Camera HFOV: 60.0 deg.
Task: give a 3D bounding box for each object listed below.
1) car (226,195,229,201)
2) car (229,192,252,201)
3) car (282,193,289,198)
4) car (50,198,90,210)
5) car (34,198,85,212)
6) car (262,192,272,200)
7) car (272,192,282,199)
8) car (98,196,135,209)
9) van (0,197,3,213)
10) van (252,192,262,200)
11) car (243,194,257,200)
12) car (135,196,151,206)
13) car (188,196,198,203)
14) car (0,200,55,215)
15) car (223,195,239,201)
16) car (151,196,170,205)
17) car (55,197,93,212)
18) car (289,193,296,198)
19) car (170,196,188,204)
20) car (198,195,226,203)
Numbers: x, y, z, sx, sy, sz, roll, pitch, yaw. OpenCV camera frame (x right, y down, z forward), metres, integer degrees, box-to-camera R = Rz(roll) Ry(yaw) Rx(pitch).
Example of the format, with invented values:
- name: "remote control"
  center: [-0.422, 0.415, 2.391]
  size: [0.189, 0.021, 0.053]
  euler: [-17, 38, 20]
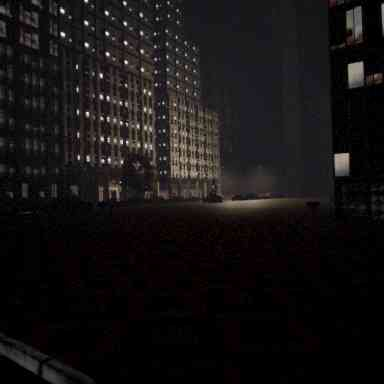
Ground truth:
- name: "car"
  center: [6.289, 1.314, 76.321]
  size: [1.967, 1.590, 4.097]
  euler: [-2, -1, 35]
- name: "car"
  center: [9.755, 1.087, 67.182]
  size: [1.967, 1.590, 4.097]
  euler: [-2, -1, 35]
- name: "car"
  center: [22.540, 1.121, 85.500]
  size: [1.947, 1.339, 4.313]
  euler: [-2, -1, 35]
- name: "car"
  center: [-16.031, 1.572, 43.942]
  size: [1.752, 1.417, 4.829]
  euler: [-2, -1, 35]
- name: "car"
  center: [-15.737, 1.530, 39.779]
  size: [2.033, 1.411, 5.357]
  euler: [-2, -1, 35]
- name: "car"
  center: [16.138, 1.040, 76.347]
  size: [1.967, 1.590, 4.097]
  euler: [-2, -1, 35]
- name: "car"
  center: [19.327, 0.893, 80.931]
  size: [2.192, 1.841, 5.009]
  euler: [-2, -1, 35]
- name: "car"
  center: [-9.276, 1.379, 39.605]
  size: [1.802, 1.307, 4.206]
  euler: [-2, -1, 35]
- name: "van"
  center: [-22.289, 1.443, 34.873]
  size: [1.690, 1.788, 3.998]
  euler: [-2, -1, 35]
- name: "van"
  center: [12.950, 0.965, 71.761]
  size: [1.690, 1.788, 3.998]
  euler: [-2, -1, 35]
- name: "car"
  center: [15.818, 1.353, 90.137]
  size: [1.887, 1.381, 4.507]
  euler: [-2, -1, 35]
- name: "car"
  center: [-8.882, 1.429, 49.693]
  size: [1.837, 1.490, 4.892]
  euler: [-2, -1, 35]
- name: "car"
  center: [-0.059, 1.470, 67.109]
  size: [2.008, 1.369, 4.403]
  euler: [-2, -1, 35]
- name: "car"
  center: [-15.521, 1.377, 30.550]
  size: [1.752, 1.417, 4.829]
  euler: [-2, -1, 35]
- name: "car"
  center: [9.467, 1.396, 80.926]
  size: [1.887, 1.381, 4.507]
  euler: [-2, -1, 35]
- name: "car"
  center: [-6.412, 1.408, 57.899]
  size: [1.967, 1.590, 4.097]
  euler: [-2, -1, 35]
- name: "car"
  center: [-12.449, 1.265, 35.009]
  size: [1.967, 1.590, 4.097]
  euler: [-2, -1, 35]
- name: "car"
  center: [25.805, 1.059, 90.239]
  size: [1.752, 1.417, 4.829]
  euler: [-2, -1, 35]
- name: "car"
  center: [-3.234, 1.488, 62.503]
  size: [1.887, 1.381, 4.507]
  euler: [-2, -1, 35]
- name: "car"
  center: [3.507, 1.219, 58.129]
  size: [1.752, 1.417, 4.829]
  euler: [-2, -1, 35]
